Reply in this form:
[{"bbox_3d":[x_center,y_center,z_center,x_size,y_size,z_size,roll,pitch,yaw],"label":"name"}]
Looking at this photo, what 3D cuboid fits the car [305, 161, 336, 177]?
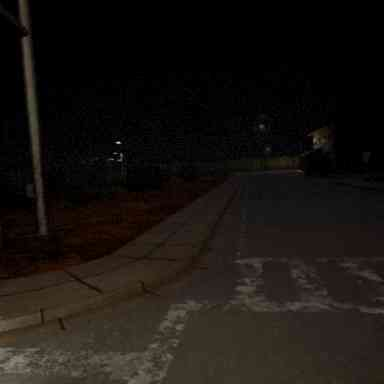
[{"bbox_3d":[16.987,-3.091,44.139,1.905,1.878,3.866,-12,7,-32],"label":"car"}]
